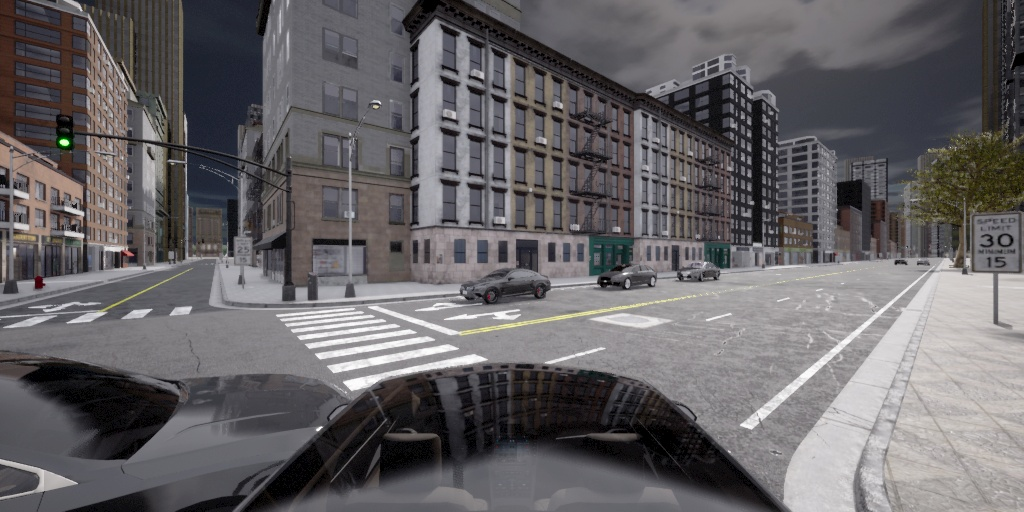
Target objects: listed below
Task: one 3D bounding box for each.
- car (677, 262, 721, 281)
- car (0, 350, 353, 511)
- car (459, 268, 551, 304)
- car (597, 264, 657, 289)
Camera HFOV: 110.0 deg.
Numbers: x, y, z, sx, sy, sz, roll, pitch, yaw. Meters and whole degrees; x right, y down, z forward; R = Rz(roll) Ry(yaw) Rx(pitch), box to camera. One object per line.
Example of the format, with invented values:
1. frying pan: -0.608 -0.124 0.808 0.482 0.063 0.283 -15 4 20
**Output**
1. car: 15.389 1.233 29.486 4.902 1.511 2.128 0 0 -39
2. car: -3.239 1.257 1.646 4.892 1.490 1.837 0 0 -35
3. car: -0.194 1.285 16.647 4.674 1.442 1.812 0 0 -40
4. car: 7.440 1.256 22.942 4.892 1.490 1.837 0 0 -39
